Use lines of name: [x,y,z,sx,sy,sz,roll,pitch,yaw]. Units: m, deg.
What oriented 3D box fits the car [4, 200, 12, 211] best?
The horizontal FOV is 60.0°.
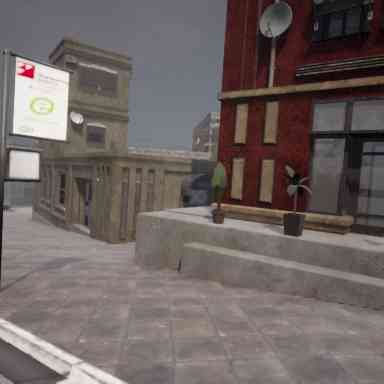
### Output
car: [-27.725,1.824,47.175,2.097,1.767,4.553,4,-2,6]
